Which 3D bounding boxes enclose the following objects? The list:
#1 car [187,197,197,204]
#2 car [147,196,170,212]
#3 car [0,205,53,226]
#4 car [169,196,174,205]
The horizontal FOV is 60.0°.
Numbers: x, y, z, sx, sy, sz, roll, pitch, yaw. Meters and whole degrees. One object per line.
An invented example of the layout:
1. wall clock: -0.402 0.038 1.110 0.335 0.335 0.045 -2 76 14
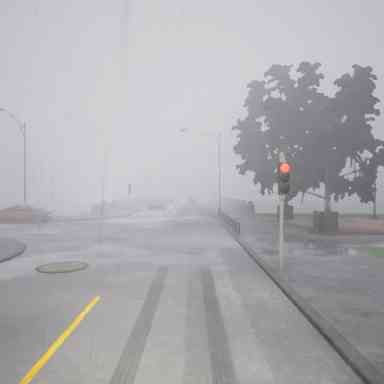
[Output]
1. car: 0.016 1.547 61.723 2.033 1.411 5.357 0 0 0
2. car: -4.089 1.547 39.480 2.033 1.411 5.357 0 0 0
3. car: -11.838 1.563 22.797 4.181 1.385 1.994 0 0 -2
4. car: -4.068 1.492 57.543 2.128 1.511 4.902 0 0 0
